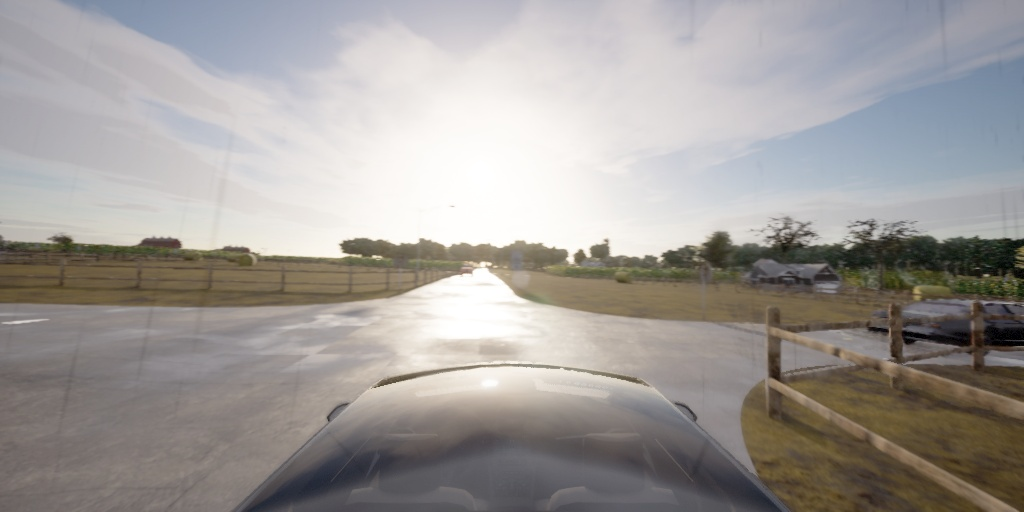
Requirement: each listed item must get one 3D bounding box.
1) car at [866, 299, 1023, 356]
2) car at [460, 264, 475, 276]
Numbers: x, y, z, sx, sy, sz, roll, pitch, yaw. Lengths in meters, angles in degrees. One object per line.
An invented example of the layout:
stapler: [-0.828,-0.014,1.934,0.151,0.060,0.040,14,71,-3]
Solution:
car: [13.204,1.962,10.125,5.357,1.411,2.033,3,-3,-4]
car: [-7.474,2.380,60.579,2.150,2.045,5.566,1,-2,-4]
